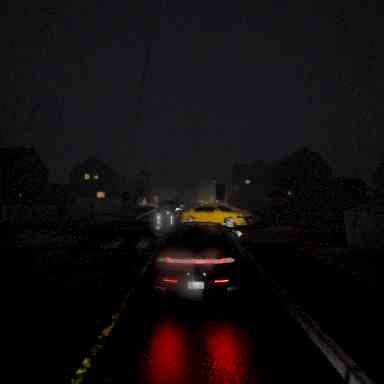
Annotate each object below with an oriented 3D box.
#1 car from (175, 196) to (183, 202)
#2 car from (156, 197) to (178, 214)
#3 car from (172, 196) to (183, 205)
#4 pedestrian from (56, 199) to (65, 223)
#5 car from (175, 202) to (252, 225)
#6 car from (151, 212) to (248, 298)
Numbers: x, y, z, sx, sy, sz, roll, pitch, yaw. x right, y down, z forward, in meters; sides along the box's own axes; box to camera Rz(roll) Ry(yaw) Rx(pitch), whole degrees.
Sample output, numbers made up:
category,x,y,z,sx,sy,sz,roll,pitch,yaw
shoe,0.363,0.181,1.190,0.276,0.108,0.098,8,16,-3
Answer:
category,x,y,z,sx,sy,sz,roll,pitch,yaw
car,-2.895,1.767,52.368,1.895,1.301,4.718,0,0,0
car,-2.912,1.624,37.711,1.812,1.442,4.674,0,0,0
car,-2.862,1.608,66.748,2.097,1.767,4.553,0,0,0
pedestrian,-9.845,1.406,24.850,0.375,1.860,0.375,0,-3,-1
car,1.569,1.560,21.972,5.008,1.535,1.882,-3,-2,38
car,0.129,1.503,8.523,2.128,1.511,4.902,0,0,1
